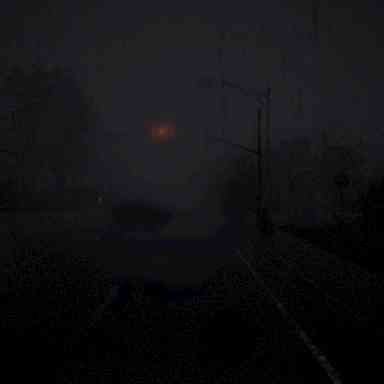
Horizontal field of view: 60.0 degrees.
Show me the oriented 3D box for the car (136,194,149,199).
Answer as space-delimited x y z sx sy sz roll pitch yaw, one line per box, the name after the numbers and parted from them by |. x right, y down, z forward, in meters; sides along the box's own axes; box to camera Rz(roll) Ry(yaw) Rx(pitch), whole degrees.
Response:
-10.602 1.575 68.636 1.812 1.442 4.674 0 0 -1 | car

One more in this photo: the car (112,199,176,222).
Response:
-3.707 1.537 25.826 4.902 1.511 2.128 0 0 -3 | car

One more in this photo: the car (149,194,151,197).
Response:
-11.232 1.069 84.037 1.882 1.535 5.008 0 0 -4 | car

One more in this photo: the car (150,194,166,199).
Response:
-7.103 1.603 68.860 1.994 1.385 4.181 0 0 -1 | car
